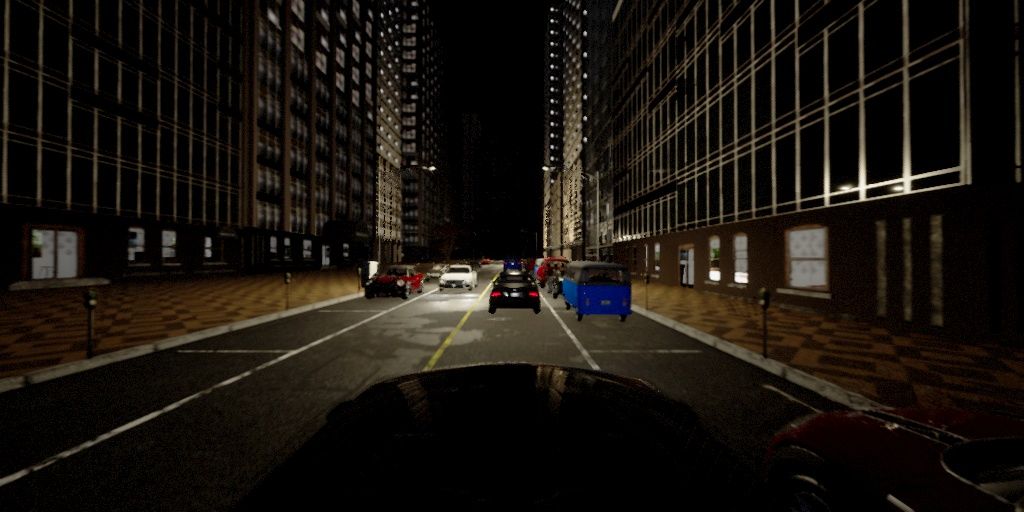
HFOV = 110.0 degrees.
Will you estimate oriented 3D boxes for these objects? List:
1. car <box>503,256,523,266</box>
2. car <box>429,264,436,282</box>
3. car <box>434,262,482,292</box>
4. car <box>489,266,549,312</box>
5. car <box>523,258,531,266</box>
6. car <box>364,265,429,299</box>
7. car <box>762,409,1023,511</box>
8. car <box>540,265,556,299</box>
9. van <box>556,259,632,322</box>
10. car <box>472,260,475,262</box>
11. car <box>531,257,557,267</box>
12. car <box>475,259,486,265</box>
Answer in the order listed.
[{"bbox_3d":[0.070,0.984,43.053,2.150,2.045,5.566,0,0,0],"label":"car"},{"bbox_3d":[-5.709,1.309,29.016,2.007,1.370,4.403,0,0,0],"label":"car"},{"bbox_3d":[-3.098,1.283,21.445,1.812,1.442,4.674,0,0,0],"label":"car"},{"bbox_3d":[0.090,1.303,14.148,2.033,1.411,5.357,0,0,0],"label":"car"},{"bbox_3d":[2.664,1.077,40.331,2.192,1.841,5.009,0,0,0],"label":"car"},{"bbox_3d":[-5.700,1.196,17.731,1.967,1.591,4.097,0,0,0],"label":"car"},{"bbox_3d":[2.693,1.190,0.841,1.967,1.591,4.097,0,0,0],"label":"car"},{"bbox_3d":[2.680,1.308,17.765,2.007,1.370,4.403,0,0,0],"label":"car"},{"bbox_3d":[2.684,1.096,12.123,1.690,1.789,3.998,0,0,0],"label":"van"},{"bbox_3d":[-5.717,1.311,40.302,2.007,1.370,4.403,0,0,0],"label":"car"},{"bbox_3d":[2.676,1.073,23.407,2.192,1.841,5.009,0,0,0],"label":"car"},{"bbox_3d":[-5.730,1.313,57.230,2.007,1.370,4.403,0,0,0],"label":"car"}]
